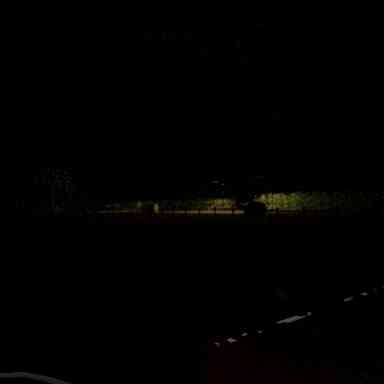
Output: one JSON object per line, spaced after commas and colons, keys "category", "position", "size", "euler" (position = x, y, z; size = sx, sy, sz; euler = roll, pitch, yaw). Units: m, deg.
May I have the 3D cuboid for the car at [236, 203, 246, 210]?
{"category": "car", "position": [11.669, 3.074, 71.627], "size": [2.128, 1.511, 4.902], "euler": [2, -3, -35]}

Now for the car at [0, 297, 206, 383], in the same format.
{"category": "car", "position": [-2.102, 1.489, 1.573], "size": [4.902, 1.511, 2.128], "euler": [0, 0, -36]}
